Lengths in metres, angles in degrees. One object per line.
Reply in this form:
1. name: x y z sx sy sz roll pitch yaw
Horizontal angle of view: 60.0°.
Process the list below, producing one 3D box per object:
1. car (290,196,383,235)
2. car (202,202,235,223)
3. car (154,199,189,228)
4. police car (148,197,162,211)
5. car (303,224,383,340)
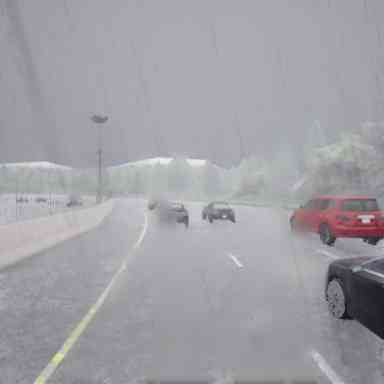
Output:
1. car: 6.427 1.185 15.299 2.150 2.045 5.566 0 0 -4
2. car: 1.923 1.485 24.764 1.812 1.442 4.674 0 0 -7
3. car: -1.288 1.461 22.207 2.128 1.511 4.902 0 0 -6
4. police car: -4.339 1.452 41.020 2.038 1.542 4.974 0 0 -12
5. car: 3.449 1.478 4.365 2.128 1.511 4.902 0 0 -1
